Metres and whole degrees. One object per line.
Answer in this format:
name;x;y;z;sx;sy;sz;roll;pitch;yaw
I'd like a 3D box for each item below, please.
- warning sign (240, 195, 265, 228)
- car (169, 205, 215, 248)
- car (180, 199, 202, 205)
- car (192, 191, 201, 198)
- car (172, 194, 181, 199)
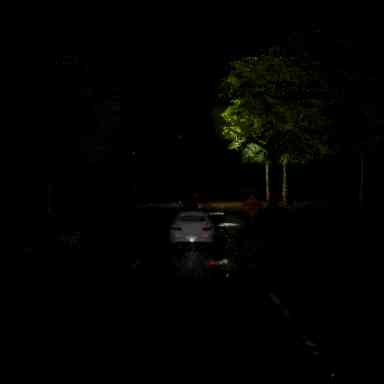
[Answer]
warning sign;3.561;1.114;19.741;1.300;1.860;1.060;1;1;0
car;0.000;1.535;14.652;1.812;1.442;4.674;0;0;0
car;0.000;1.544;29.650;1.994;1.385;4.181;0;0;0
car;1.226;0.673;89.783;2.150;2.045;5.566;0;0;0
car;-3.500;1.122;76.702;1.895;1.301;4.718;0;0;0
